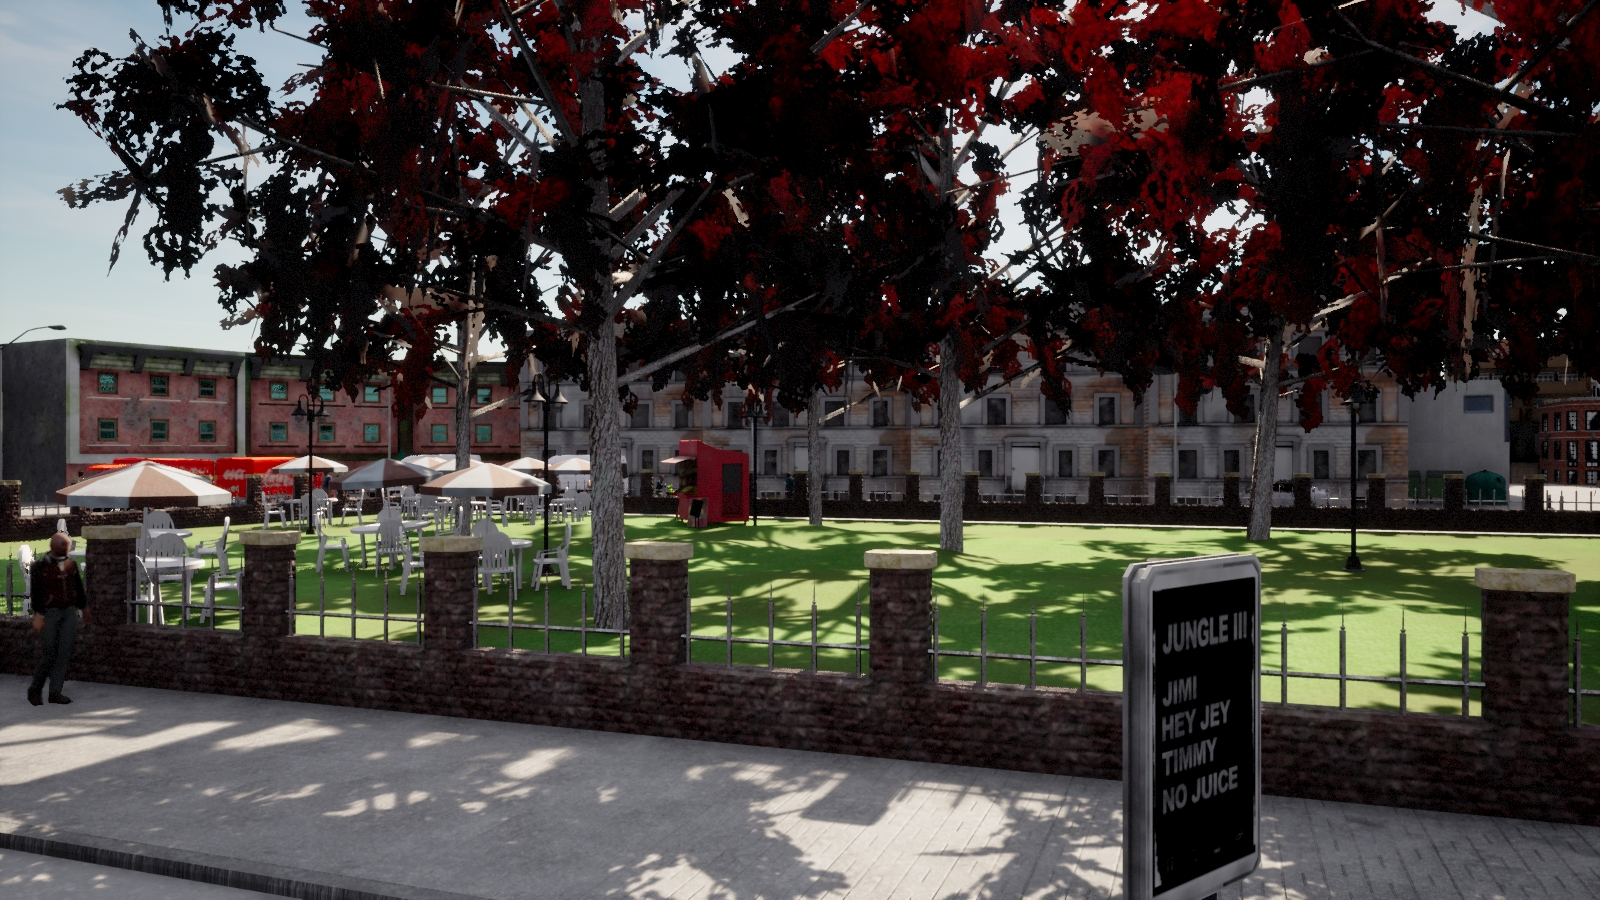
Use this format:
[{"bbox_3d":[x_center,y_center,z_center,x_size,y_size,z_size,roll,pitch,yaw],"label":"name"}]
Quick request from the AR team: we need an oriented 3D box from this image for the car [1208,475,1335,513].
[{"bbox_3d":[20.104,1.841,48.960,4.892,1.480,2.231,0,0,19],"label":"car"}]

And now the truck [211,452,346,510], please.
[{"bbox_3d":[-23.488,1.342,51.685,2.627,2.467,5.204,0,0,21],"label":"truck"}]

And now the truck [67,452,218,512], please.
[{"bbox_3d":[-28.561,1.365,49.843,2.627,2.467,5.204,0,-1,20],"label":"truck"}]

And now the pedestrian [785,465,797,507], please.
[{"bbox_3d":[-0.409,1.629,51.277,0.375,1.860,0.375,0,0,40],"label":"pedestrian"}]

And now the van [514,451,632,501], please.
[{"bbox_3d":[-12.048,1.315,60.623,5.915,2.561,1.988,0,0,20],"label":"van"}]

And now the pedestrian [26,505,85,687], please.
[{"bbox_3d":[-7.847,1.523,12.052,0.375,1.860,0.375,0,0,23],"label":"pedestrian"}]
